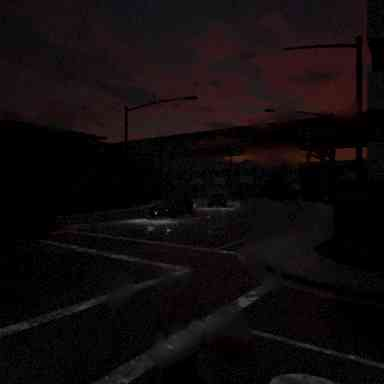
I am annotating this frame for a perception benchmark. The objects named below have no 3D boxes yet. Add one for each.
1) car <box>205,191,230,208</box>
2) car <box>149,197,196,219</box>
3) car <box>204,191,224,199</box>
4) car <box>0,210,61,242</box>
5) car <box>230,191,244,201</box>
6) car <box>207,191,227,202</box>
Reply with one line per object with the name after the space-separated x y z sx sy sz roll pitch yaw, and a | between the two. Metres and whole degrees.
2.894 0.906 37.060 1.812 1.442 4.674 0 2 11 | car
-1.411 1.185 25.562 1.837 1.490 4.892 0 1 28 | car
4.157 0.633 63.289 1.837 1.490 4.892 0 0 -24 | car
-8.445 1.532 14.385 2.033 1.411 5.357 0 2 35 | car
6.839 0.634 53.230 1.837 1.490 4.892 0 0 -9 | car
3.658 0.642 49.993 2.128 1.511 4.902 0 1 -5 | car
